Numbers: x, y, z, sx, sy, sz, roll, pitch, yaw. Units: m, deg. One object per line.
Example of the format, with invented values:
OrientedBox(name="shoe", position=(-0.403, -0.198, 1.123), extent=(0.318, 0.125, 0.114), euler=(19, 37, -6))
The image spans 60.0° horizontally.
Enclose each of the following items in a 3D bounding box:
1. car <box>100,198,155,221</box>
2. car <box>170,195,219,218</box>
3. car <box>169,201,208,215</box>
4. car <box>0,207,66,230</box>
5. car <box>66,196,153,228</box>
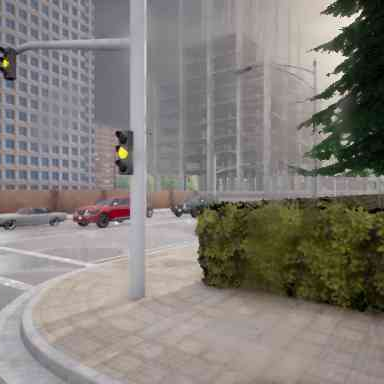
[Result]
OrientedBox(name="car", position=(-5.526, 1.406, 29.115), extent=(2.097, 1.767, 4.553), euler=(0, 0, 35))
OrientedBox(name="car", position=(0.539, 1.276, 31.582), extent=(2.150, 2.045, 5.566), euler=(0, 0, 36))
OrientedBox(name="car", position=(-0.300, 1.655, 36.430), extent=(1.895, 1.301, 4.718), euler=(0, 0, 36))
OrientedBox(name="car", position=(-10.737, 1.655, 21.785), extent=(1.895, 1.301, 4.718), euler=(0, 0, 35))
OrientedBox(name="car", position=(-5.495, 1.276, 23.153), extent=(2.150, 2.045, 5.566), euler=(0, 0, 33))
